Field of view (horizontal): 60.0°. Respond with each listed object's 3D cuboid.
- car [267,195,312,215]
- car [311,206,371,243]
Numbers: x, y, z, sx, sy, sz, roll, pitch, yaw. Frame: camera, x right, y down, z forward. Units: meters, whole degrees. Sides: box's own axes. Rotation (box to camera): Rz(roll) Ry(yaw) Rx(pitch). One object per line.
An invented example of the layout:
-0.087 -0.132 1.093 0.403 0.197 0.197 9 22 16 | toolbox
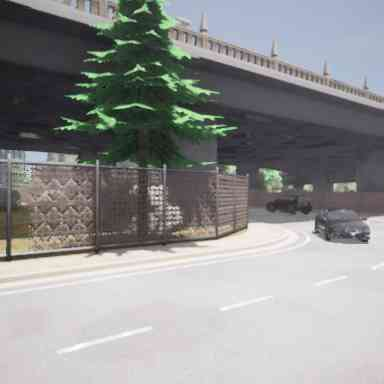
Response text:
10.552 1.386 36.456 2.150 2.045 5.566 0 0 -25 | car
7.508 1.593 16.885 1.837 1.490 4.892 2 0 11 | car
